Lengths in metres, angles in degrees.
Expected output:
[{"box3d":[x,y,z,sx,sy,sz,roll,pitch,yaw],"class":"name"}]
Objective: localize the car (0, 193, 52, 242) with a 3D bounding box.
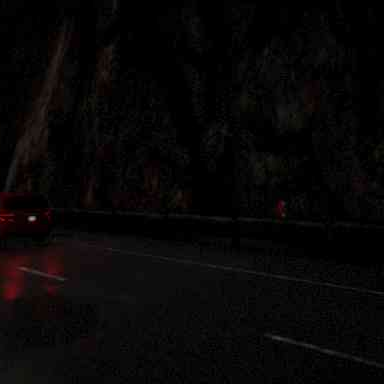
[{"box3d":[-8.173,1.040,13.978,5.566,2.045,2.150,1,1,35],"class":"car"}]
